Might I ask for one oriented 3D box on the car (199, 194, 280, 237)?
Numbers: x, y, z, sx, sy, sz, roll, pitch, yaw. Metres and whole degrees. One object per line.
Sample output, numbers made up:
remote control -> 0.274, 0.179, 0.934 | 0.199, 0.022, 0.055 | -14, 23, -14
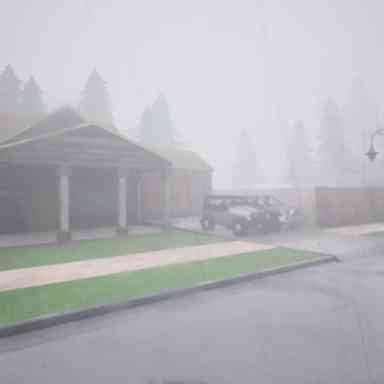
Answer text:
car -> 2.026, 1.072, 16.287 | 1.905, 1.878, 3.866 | -1, 0, -36

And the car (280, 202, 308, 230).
car -> 3.844, 1.046, 18.066 | 1.932, 1.855, 4.605 | -1, 0, -36
